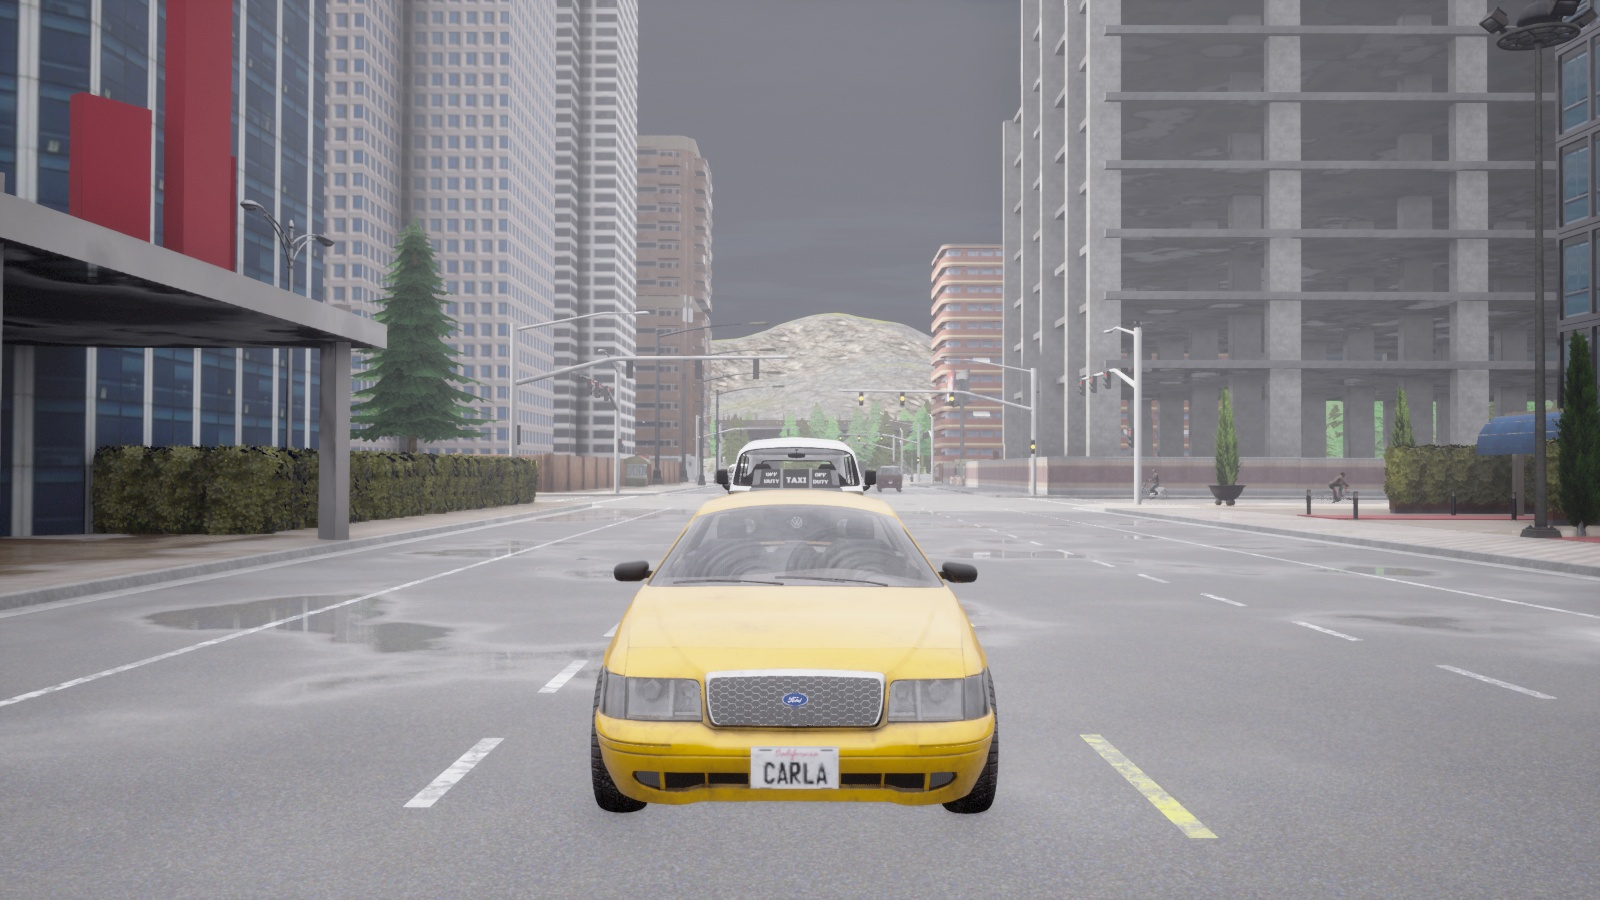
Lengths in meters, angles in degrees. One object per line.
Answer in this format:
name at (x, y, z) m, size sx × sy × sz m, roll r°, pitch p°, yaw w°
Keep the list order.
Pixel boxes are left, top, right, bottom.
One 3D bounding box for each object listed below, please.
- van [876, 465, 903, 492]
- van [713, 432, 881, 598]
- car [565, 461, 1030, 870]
van at (6.745, 2.131, 94.963) m, size 1.775 × 1.987 × 4.442 m, roll 0°, pitch -1°, yaw 1°
van at (-0.046, 0.836, 17.761) m, size 2.069 × 2.038 × 4.480 m, roll 0°, pitch -1°, yaw 0°
car at (-0.019, 0.880, 7.559) m, size 1.801 × 1.575 × 5.366 m, roll 0°, pitch -1°, yaw 0°
